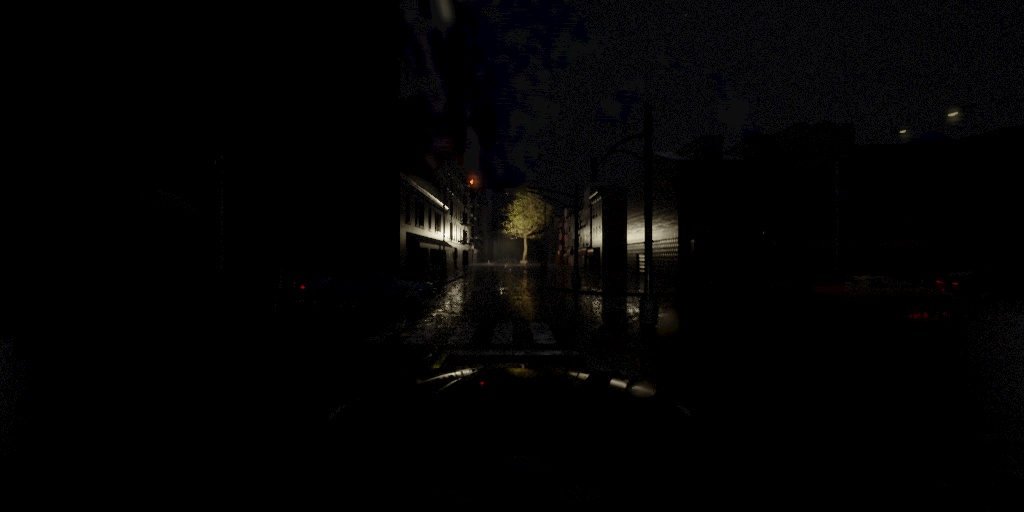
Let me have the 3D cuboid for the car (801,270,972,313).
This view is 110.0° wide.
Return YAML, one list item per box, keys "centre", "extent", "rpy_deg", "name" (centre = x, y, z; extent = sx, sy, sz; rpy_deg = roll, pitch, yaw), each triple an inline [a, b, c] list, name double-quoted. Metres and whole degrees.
- centre: [13.903, 1.340, 13.671]
  extent: [4.829, 1.417, 1.751]
  rpy_deg: [0, 0, 0]
  name: "car"

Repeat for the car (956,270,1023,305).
- centre: [21.529, 1.387, 16.205]
  extent: [4.892, 1.490, 1.837]
  rpy_deg: [0, 0, 0]
  name: "car"

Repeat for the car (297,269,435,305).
- centre: [-6.049, 1.258, 15.402]
  extent: [5.357, 1.411, 2.033]
  rpy_deg: [0, 0, -15]
  name: "car"
